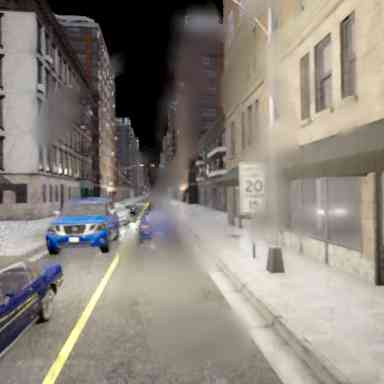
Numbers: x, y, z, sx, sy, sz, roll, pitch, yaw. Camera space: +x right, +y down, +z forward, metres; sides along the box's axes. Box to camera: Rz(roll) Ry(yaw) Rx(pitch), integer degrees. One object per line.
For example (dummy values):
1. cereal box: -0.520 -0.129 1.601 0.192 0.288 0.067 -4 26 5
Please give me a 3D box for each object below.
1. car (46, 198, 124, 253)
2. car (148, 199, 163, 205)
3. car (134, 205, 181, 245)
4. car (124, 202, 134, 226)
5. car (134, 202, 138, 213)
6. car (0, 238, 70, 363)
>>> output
1. car: -4.385 1.296 14.194 2.150 2.045 5.566 -1 0 -7
2. car: -4.914 1.621 44.876 1.812 1.442 4.674 -1 0 -6
3. car: -1.579 1.555 15.764 1.812 1.442 4.674 -1 0 -7
4. car: -5.517 1.623 24.245 1.812 1.442 4.674 -1 0 -6
5. car: -6.622 1.720 34.253 1.895 1.301 4.718 -1 0 -6
6. car: -3.262 1.654 4.423 1.895 1.301 4.718 -1 0 -6
